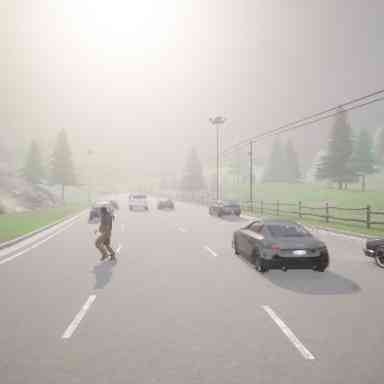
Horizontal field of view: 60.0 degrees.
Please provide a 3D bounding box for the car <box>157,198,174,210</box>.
[{"bbox_3d":[-3.526,1.491,43.721,2.128,1.511,4.902,0,0,-11],"label":"car"}]

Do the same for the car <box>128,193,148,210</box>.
[{"bbox_3d":[-6.854,1.221,42.550,2.150,2.045,5.566,0,0,-11],"label":"car"}]

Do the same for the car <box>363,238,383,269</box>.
[{"bbox_3d":[6.575,1.547,8.119,2.033,1.411,5.357,0,0,-6],"label":"car"}]

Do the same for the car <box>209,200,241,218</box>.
[{"bbox_3d":[2.853,1.492,29.770,2.128,1.511,4.902,0,0,-11],"label":"car"}]

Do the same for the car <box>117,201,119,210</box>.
[{"bbox_3d":[-10.568,1.526,43.246,1.812,1.442,4.674,0,0,-11],"label":"car"}]

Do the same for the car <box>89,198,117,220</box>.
[{"bbox_3d":[-7.456,1.526,27.784,1.812,1.442,4.674,0,0,-11],"label":"car"}]

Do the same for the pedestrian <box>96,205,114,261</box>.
[{"bbox_3d":[-2.778,1.294,10.629,0.375,1.860,0.375,0,0,-8],"label":"pedestrian"}]

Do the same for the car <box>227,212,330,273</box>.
[{"bbox_3d":[2.631,1.564,10.768,1.994,1.385,4.181,0,0,-6],"label":"car"}]

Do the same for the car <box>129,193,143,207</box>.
[{"bbox_3d":[-8.980,1.221,53.067,2.150,2.045,5.566,0,0,-11],"label":"car"}]
